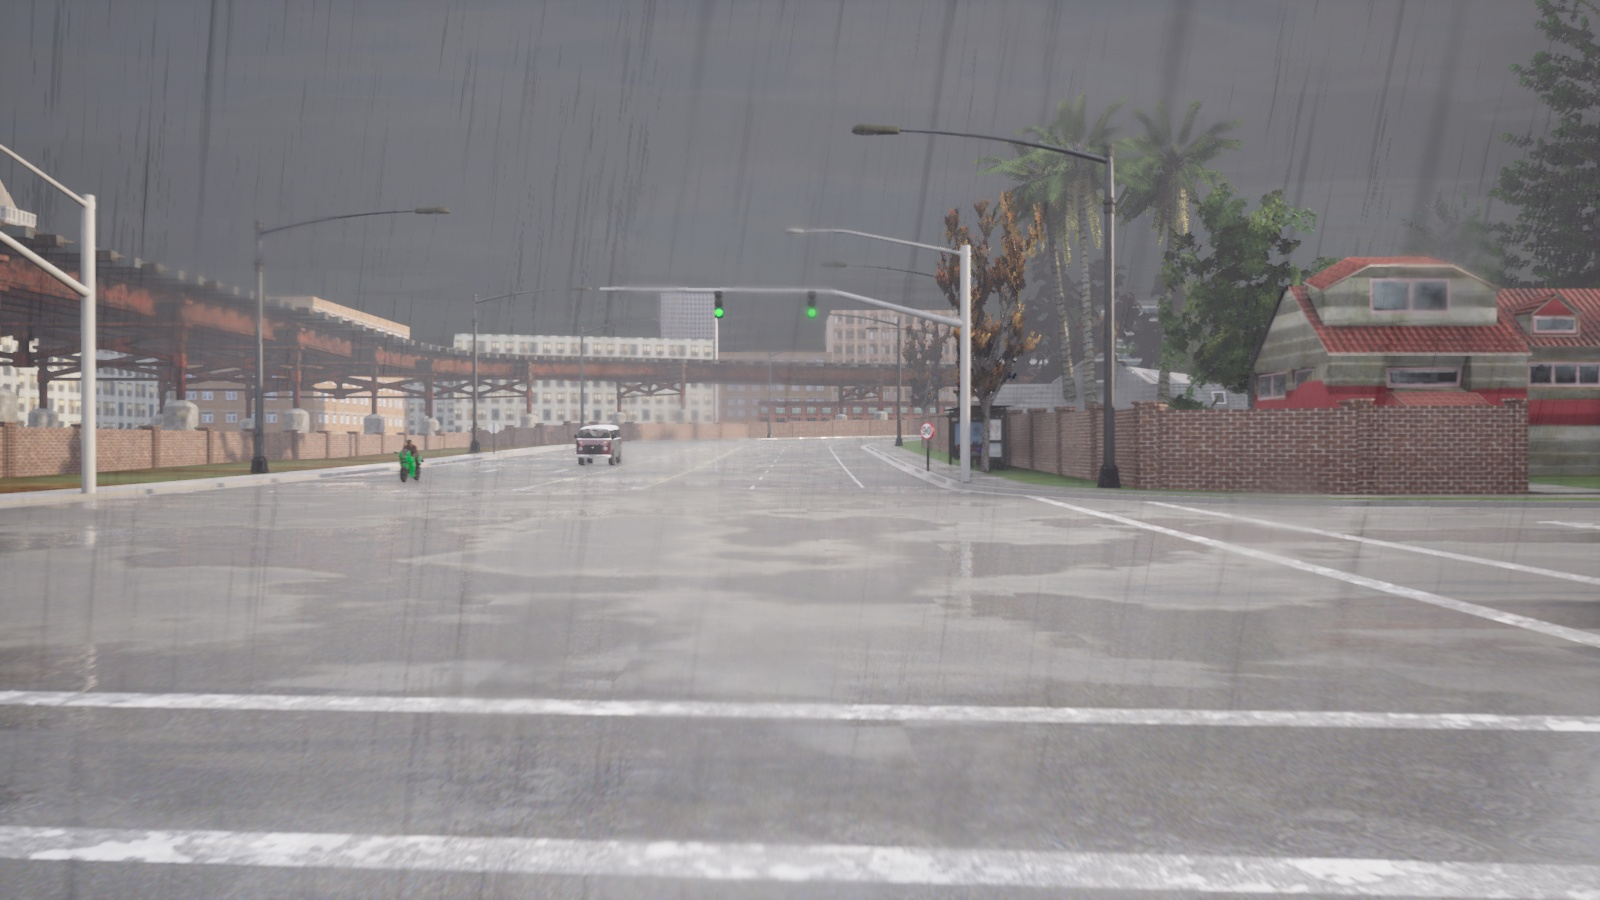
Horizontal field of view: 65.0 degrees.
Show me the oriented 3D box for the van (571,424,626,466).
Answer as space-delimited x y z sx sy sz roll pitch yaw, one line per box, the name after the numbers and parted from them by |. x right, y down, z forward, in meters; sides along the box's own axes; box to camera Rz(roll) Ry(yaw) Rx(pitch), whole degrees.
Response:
-10.130 -0.278 63.440 2.069 2.038 4.480 0 1 0 | van

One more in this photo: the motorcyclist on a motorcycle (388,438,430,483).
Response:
-13.739 0.350 44.168 0.797 1.523 2.044 0 1 0 | motorcyclist on a motorcycle
